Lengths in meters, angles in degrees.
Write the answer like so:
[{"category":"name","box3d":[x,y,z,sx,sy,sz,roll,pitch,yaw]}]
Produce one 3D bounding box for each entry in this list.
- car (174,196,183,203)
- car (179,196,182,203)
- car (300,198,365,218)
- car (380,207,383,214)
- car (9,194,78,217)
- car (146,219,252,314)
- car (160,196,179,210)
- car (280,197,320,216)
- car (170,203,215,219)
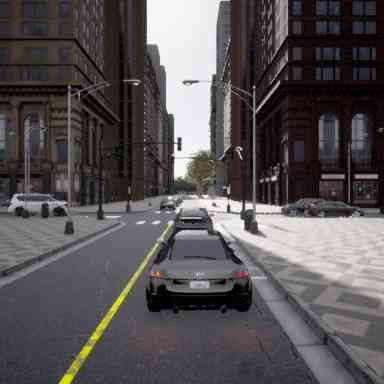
[{"category":"car","box3d":[-2.986,1.549,73.497,1.812,1.442,4.674,0,0,0]},{"category":"car","box3d":[-3.081,1.494,52.850,2.128,1.511,4.902,0,0,0]},{"category":"car","box3d":[12.343,1.541,28.877,4.892,1.490,1.837,0,0,0]},{"category":"car","box3d":[20.525,1.630,32.076,4.181,1.385,1.994,0,0,0]},{"category":"car","box3d":[-12.829,1.177,28.890,5.566,2.045,2.150,0,0,0]},{"category":"car","box3d":[0.110,1.564,7.724,1.994,1.385,4.181,0,0,-1]},{"category":"car","box3d":[-3.083,1.547,43.089,2.033,1.411,5.357,0,0,0]},{"category":"car","box3d":[10.869,1.388,32.115,4.553,1.767,2.097,0,0,1]},{"category":"car","box3d":[0.064,1.505,16.632,1.837,1.490,4.892,0,0,0]}]
